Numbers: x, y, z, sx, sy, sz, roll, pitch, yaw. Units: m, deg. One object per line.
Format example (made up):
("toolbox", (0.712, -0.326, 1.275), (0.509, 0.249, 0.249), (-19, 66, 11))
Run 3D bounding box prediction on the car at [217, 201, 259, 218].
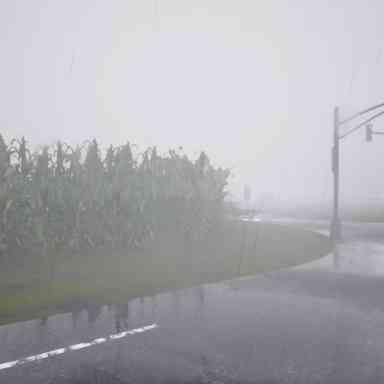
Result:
("car", (3.786, 1.503, 30.462), (2.033, 1.411, 5.357), (1, 0, -27))
